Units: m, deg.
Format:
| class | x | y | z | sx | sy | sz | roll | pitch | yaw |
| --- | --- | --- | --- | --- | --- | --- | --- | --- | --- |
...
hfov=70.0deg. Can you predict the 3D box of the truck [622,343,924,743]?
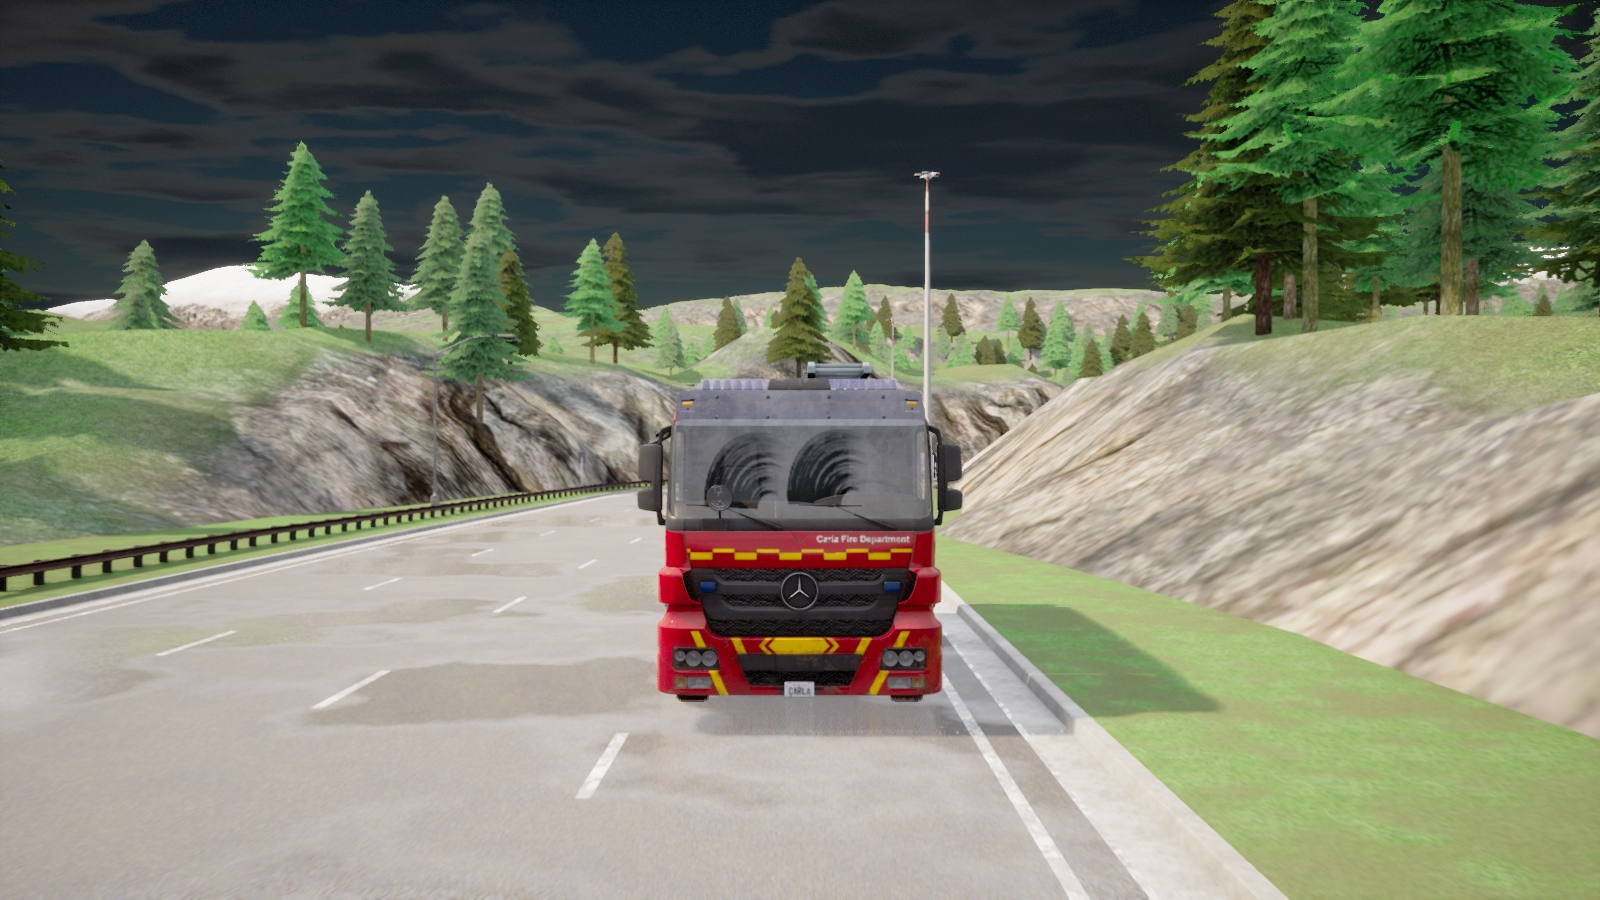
| class | x | y | z | sx | sy | sz | roll | pitch | yaw |
| --- | --- | --- | --- | --- | --- | --- | --- | --- | --- |
| truck | -0.247 | 0.890 | 15.178 | 2.891 | 3.827 | 8.468 | 0 | 0 | 0 |
